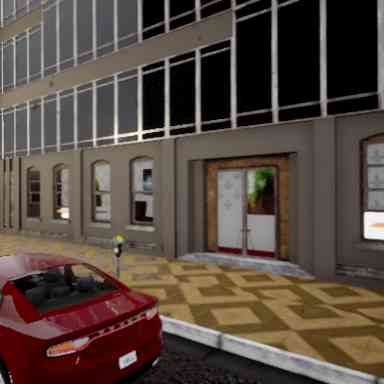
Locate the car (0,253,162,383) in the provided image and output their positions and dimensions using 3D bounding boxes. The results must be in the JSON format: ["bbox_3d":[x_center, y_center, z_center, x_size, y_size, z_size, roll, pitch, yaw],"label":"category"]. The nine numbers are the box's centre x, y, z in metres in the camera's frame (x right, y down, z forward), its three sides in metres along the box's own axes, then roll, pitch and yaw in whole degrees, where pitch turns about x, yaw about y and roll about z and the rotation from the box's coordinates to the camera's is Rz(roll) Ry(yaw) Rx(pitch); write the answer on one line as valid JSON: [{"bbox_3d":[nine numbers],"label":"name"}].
[{"bbox_3d":[-2.458,1.540,4.636,4.507,1.381,1.887,0,0,36],"label":"car"}]
